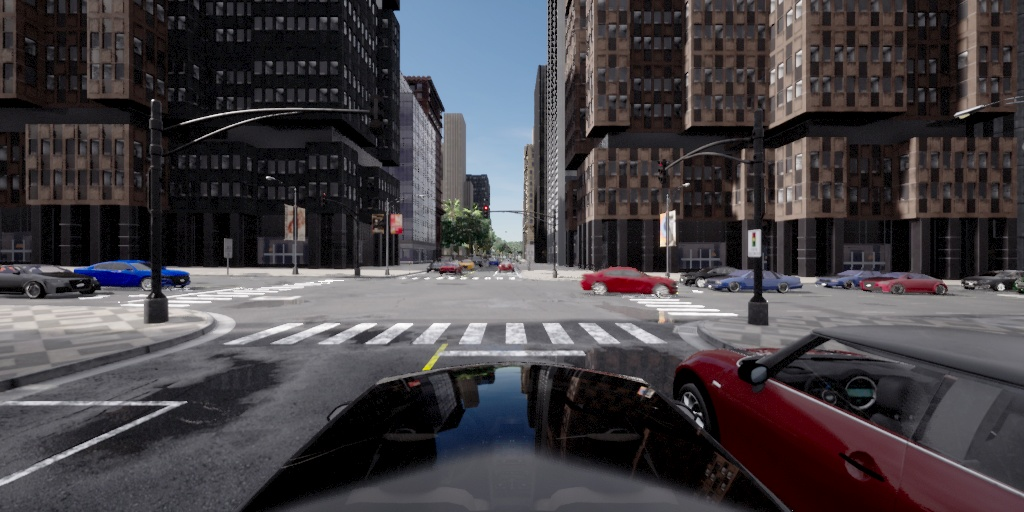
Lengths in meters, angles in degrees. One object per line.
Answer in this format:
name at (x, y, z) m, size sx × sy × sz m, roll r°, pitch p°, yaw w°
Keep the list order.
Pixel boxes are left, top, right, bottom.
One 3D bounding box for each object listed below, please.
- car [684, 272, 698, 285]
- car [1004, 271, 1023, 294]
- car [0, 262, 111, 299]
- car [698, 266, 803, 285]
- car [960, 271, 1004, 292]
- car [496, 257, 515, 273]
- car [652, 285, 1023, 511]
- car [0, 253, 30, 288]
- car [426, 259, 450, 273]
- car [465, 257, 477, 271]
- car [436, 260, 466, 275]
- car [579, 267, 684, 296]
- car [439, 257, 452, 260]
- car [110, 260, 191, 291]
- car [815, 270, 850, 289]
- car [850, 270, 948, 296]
car at (14.707, 1.472, 25.801) m, size 5.008 × 1.535 × 1.882 m, roll 1°, pitch 0°, yaw -1°
car at (35.040, 1.644, 22.659) m, size 4.553 × 1.767 × 2.097 m, roll 1°, pitch 0°, yaw 1°
car at (-20.784, 1.061, 15.601) m, size 4.181 × 1.385 × 1.994 m, roll 1°, pitch 0°, yaw 0°
car at (15.102, 1.550, 22.554) m, size 5.357 × 1.411 × 2.033 m, roll 1°, pitch 0°, yaw 0°
car at (35.588, 1.802, 25.935) m, size 4.892 × 1.490 × 1.837 m, roll 1°, pitch 0°, yaw 0°
car at (-0.658, 1.220, 43.824) m, size 1.967 × 1.591 × 4.097 m, roll 0°, pitch 0°, yaw 0°
car at (2.763, 1.190, 2.437) m, size 1.967 × 1.591 × 4.097 m, roll 0°, pitch 0°, yaw 0°
car at (-28.962, 0.732, 18.792) m, size 4.553 × 1.767 × 2.097 m, roll 1°, pitch 0°, yaw 0°
car at (-9.183, 1.346, 43.761) m, size 1.948 × 1.339 × 4.313 m, roll 0°, pitch 0°, yaw 0°
car at (-6.574, 1.279, 51.556) m, size 1.882 × 1.535 × 5.008 m, roll 0°, pitch 0°, yaw -1°
car at (-6.508, 1.367, 38.591) m, size 1.895 × 1.301 × 4.718 m, roll 0°, pitch 0°, yaw 0°
car at (6.185, 1.354, 19.348) m, size 5.008 × 1.535 × 1.882 m, roll 1°, pitch 1°, yaw 12°
car at (-9.225, 1.110, 49.186) m, size 2.192 × 1.841 × 5.009 m, roll 0°, pitch 0°, yaw 0°
car at (-19.850, 0.986, 18.856) m, size 5.008 × 1.535 × 1.882 m, roll 1°, pitch 0°, yaw 0°
car at (25.161, 1.693, 25.876) m, size 5.357 × 1.411 × 2.033 m, roll 1°, pitch 0°, yaw 0°
car at (24.507, 1.702, 22.609) m, size 4.181 × 1.385 × 1.994 m, roll 1°, pitch 0°, yaw 0°
